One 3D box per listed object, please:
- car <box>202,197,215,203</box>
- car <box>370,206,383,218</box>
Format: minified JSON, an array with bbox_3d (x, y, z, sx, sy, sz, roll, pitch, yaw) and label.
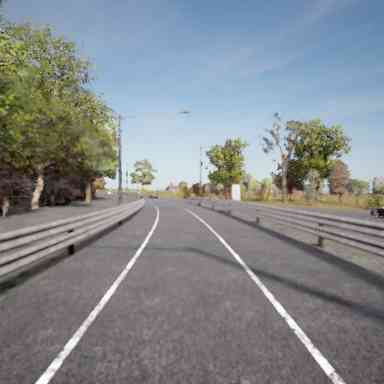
[{"bbox_3d":[3.060,1.660,67.438,1.895,1.301,4.718,0,0,-23],"label":"car"},{"bbox_3d":[18.951,1.751,30.750,1.837,1.490,4.892,0,0,-23],"label":"car"}]
